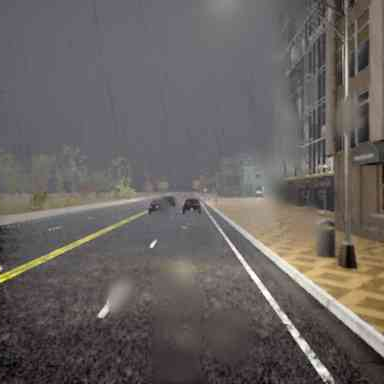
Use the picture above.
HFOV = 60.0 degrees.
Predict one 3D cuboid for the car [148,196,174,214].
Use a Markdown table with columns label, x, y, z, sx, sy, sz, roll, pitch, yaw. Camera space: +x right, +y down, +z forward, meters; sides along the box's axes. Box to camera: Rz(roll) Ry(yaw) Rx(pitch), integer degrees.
| label | x | y | z | sx | sy | sz | roll | pitch | yaw |
| --- | --- | --- | --- | --- | --- | --- | --- | --- | --- |
| car | -3.258 | 1.408 | 33.446 | 2.033 | 1.411 | 5.357 | 0 | 0 | 0 |

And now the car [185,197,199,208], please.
| label | x | y | z | sx | sy | sz | roll | pitch | yaw |
| --- | --- | --- | --- | --- | --- | --- | --- | --- | --- |
| car | 0.011 | 1.406 | 46.333 | 1.895 | 1.301 | 4.718 | 0 | 0 | 0 |

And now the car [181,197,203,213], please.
| label | x | y | z | sx | sy | sz | roll | pitch | yaw |
| --- | --- | --- | --- | --- | --- | --- | --- | --- | --- |
| car | -0.003 | 1.364 | 34.079 | 1.837 | 1.490 | 4.892 | 0 | 1 | 0 |

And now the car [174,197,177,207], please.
| label | x | y | z | sx | sy | sz | roll | pitch | yaw |
| --- | --- | --- | --- | --- | --- | --- | --- | --- | --- |
| car | -3.229 | 1.278 | 47.313 | 1.882 | 1.535 | 5.008 | 0 | 0 | 0 |
